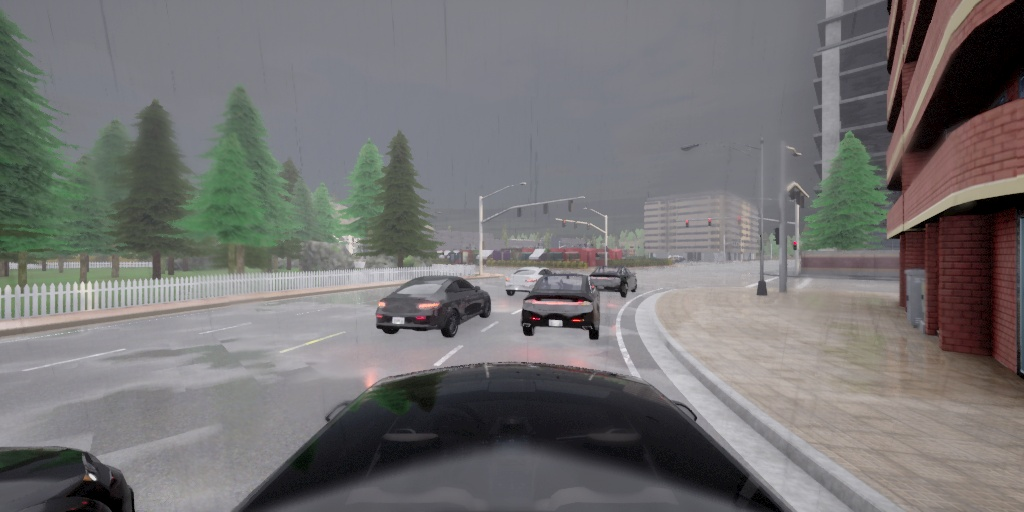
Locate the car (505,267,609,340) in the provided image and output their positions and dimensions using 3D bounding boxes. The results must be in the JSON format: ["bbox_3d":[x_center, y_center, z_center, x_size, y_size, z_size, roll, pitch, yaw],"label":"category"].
[{"bbox_3d":[1.540,1.242,10.128,2.128,1.511,4.902,0,0,14],"label":"car"}]

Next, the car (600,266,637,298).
[{"bbox_3d":[5.304,1.241,18.753,2.128,1.511,4.902,0,0,28],"label":"car"}]

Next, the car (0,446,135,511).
[{"bbox_3d":[-3.170,1.314,0.344,1.994,1.385,4.181,0,0,-2],"label":"car"}]

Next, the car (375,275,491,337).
[{"bbox_3d":[-2.007,1.276,10.252,1.812,1.442,4.674,0,0,13],"label":"car"}]

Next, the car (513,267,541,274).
[{"bbox_3d":[1.227,1.276,18.757,1.812,1.442,4.674,0,0,26],"label":"car"}]
